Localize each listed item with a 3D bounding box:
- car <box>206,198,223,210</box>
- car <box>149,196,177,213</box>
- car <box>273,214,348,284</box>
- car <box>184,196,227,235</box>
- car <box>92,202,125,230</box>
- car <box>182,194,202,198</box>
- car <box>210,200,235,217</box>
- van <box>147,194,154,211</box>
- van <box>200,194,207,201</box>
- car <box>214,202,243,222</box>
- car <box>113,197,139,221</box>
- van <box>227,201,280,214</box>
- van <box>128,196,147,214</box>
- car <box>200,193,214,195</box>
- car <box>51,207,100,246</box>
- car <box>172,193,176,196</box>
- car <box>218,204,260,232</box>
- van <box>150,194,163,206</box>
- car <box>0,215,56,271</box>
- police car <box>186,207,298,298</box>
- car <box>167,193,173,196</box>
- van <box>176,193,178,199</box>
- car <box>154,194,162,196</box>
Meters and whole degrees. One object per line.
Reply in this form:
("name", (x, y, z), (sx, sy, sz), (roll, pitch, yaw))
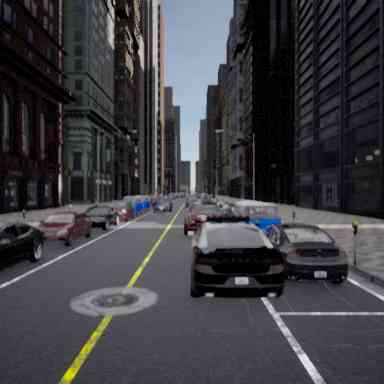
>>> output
("car", (2.815, 1.498, 43.165), (1.887, 1.381, 4.507), (0, 0, 0))
("car", (-3.054, 1.450, 35.940), (2.128, 1.511, 4.902), (0, 0, 0))
("car", (2.773, 1.537, 9.347), (2.008, 1.369, 4.403), (0, 0, 0))
("car", (0.700, 1.318, 18.540), (2.097, 1.767, 4.553), (-1, 0, 2))
("car", (-5.738, 1.538, 20.614), (1.947, 1.339, 4.313), (0, 0, 0))
("car", (0.072, 1.444, 45.970), (2.128, 1.511, 4.902), (0, 0, 0))
("car", (2.801, 1.512, 31.893), (2.008, 1.369, 4.403), (0, 0, 0))
("van", (-5.718, 1.299, 37.524), (1.690, 1.788, 3.998), (0, 0, 0))
("van", (2.862, 1.287, 82.618), (1.690, 1.788, 3.998), (0, 0, 0))
("car", (2.794, 1.548, 26.256), (1.802, 1.307, 4.206), (0, 0, 0))
("car", (-5.731, 1.407, 26.251), (1.967, 1.590, 4.097), (0, 0, 0))
("van", (2.780, 1.320, 14.983), (1.690, 1.788, 3.998), (0, 0, 0))
("van", (-5.725, 1.303, 31.887), (1.690, 1.788, 3.998), (0, 0, 0))
("car", (2.828, 1.263, 54.437), (2.192, 1.841, 5.009), (0, 0, 0))
("car", (-5.745, 1.561, 14.978), (1.802, 1.307, 4.206), (0, 0, 0))
("car", (-5.662, 1.511, 82.616), (1.947, 1.339, 4.313), (0, 0, 0))
("car", (2.787, 1.523, 20.620), (2.008, 1.369, 4.403), (0, 0, 0))
("van", (-5.697, 1.289, 54.433), (1.690, 1.788, 3.998), (0, 0, 0))
("car", (-5.752, 1.552, 9.341), (1.947, 1.339, 4.313), (0, 0, 0))
("police car", (0.911, 1.412, 8.645), (1.930, 1.638, 5.238), (0, 0, 0))
("car", (-5.676, 1.489, 71.343), (1.887, 1.381, 4.507), (0, 0, 0))
("van", (-5.649, 1.289, 93.890), (1.690, 1.788, 3.998), (0, 0, 0))
("car", (-5.704, 1.265, 48.796), (2.192, 1.841, 5.009), (0, 0, 0))
